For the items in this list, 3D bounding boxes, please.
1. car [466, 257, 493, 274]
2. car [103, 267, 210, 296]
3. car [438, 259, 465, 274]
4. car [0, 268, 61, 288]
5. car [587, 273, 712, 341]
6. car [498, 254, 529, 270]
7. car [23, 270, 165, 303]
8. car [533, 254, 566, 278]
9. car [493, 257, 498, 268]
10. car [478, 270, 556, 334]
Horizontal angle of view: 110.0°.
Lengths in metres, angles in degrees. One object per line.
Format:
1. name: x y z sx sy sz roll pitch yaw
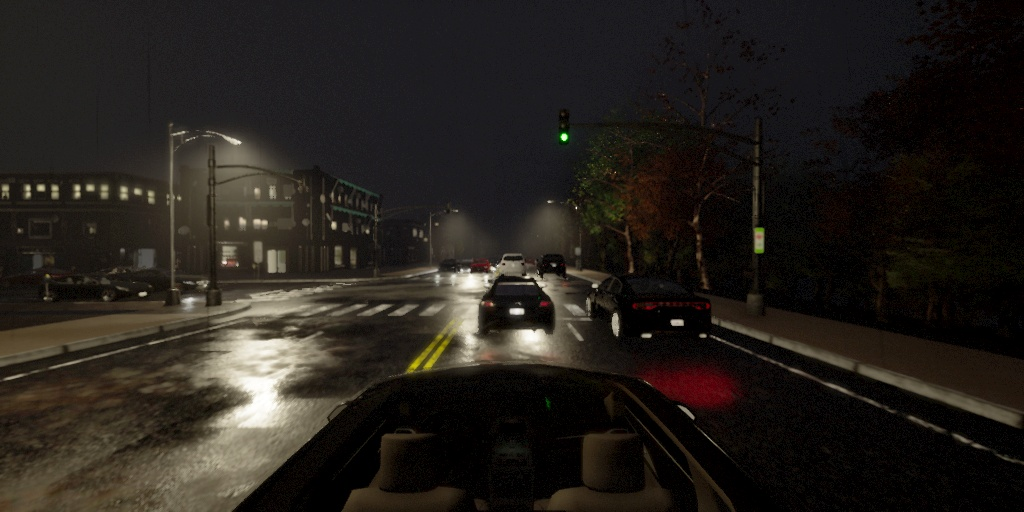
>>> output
1. car: -3.332 1.055 38.161 1.882 1.535 5.008 0 0 0
2. car: -19.329 1.409 19.970 4.674 1.442 1.812 -1 1 1
3. car: -6.590 1.054 38.292 1.882 1.535 5.008 0 0 0
4. car: -33.814 1.548 25.796 4.207 1.307 1.802 0 0 0
5. car: 3.349 1.190 9.736 1.882 1.535 5.008 0 0 0
6. car: 0.102 0.828 32.062 2.150 2.045 5.566 0 0 0
7. car: -19.946 1.496 17.275 4.313 1.339 1.948 0 0 0
8. car: 3.353 0.832 31.265 2.150 2.045 5.566 0 0 0
9. car: -3.317 1.034 52.131 1.812 1.442 4.674 0 0 0
10. car: 0.103 1.273 10.476 1.994 1.385 4.181 0 0 0
